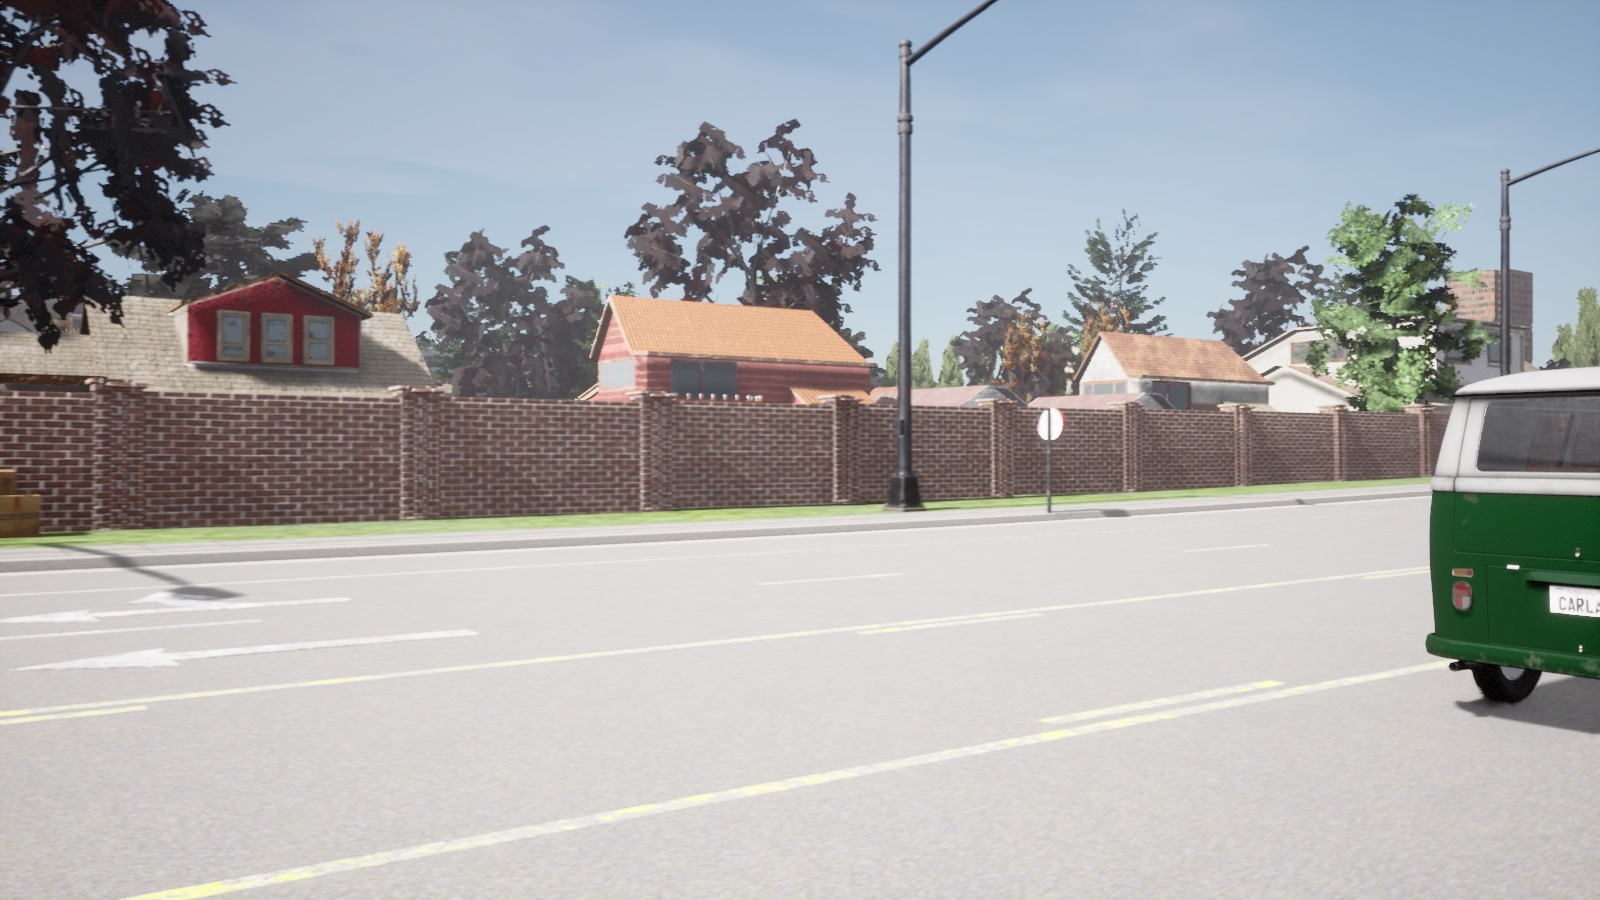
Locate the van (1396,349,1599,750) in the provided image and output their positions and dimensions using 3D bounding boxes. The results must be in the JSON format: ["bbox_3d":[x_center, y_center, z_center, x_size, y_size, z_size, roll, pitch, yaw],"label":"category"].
[{"bbox_3d":[5.695,0.484,7.623,4.442,1.987,1.775,0,0,-35],"label":"van"}]
